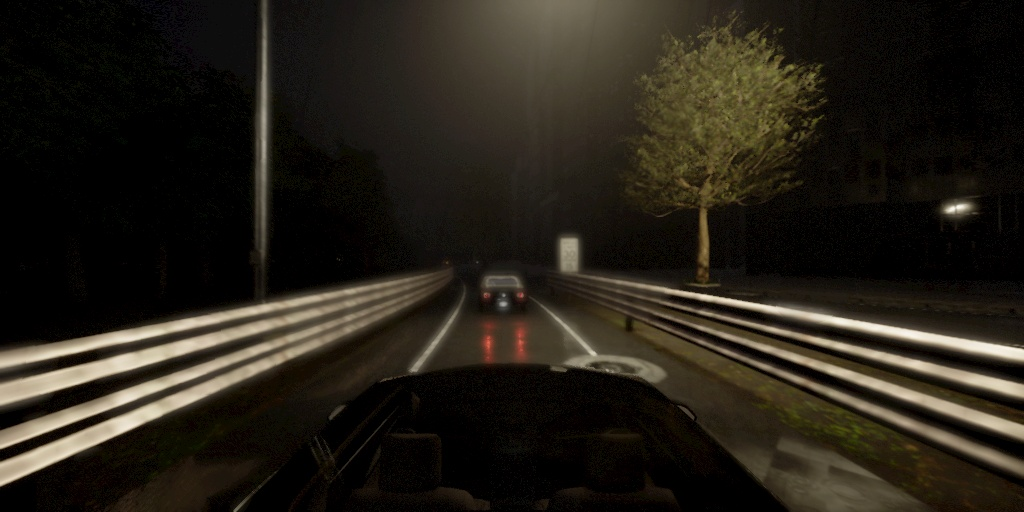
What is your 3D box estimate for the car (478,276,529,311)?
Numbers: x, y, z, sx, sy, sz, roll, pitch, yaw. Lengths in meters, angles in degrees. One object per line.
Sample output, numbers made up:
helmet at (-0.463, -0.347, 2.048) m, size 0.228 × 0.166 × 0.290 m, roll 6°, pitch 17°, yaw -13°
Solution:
car at (-0.489, 1.486, 15.268) m, size 1.895 × 1.301 × 4.718 m, roll 0°, pitch -1°, yaw -5°
